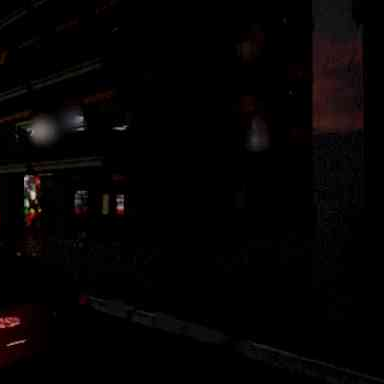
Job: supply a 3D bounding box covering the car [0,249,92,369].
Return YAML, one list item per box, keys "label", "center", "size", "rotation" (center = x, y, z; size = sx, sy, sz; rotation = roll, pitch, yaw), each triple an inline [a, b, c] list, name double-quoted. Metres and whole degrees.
- label: "car"
  center: [-3.322, 1.587, 5.248]
  size: [4.206, 1.307, 1.802]
  rotation: [0, 0, 35]
